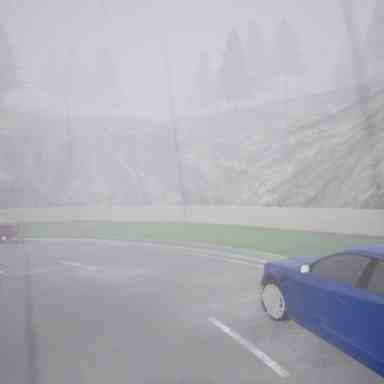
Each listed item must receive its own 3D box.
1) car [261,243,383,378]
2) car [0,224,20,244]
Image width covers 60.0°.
[{"bbox_3d":[2.694,1.405,4.382,1.882,1.535,5.008,-1,0,-16],"label":"car"},{"bbox_3d":[-10.698,1.876,15.447,4.718,1.301,1.895,-2,0,9],"label":"car"}]
